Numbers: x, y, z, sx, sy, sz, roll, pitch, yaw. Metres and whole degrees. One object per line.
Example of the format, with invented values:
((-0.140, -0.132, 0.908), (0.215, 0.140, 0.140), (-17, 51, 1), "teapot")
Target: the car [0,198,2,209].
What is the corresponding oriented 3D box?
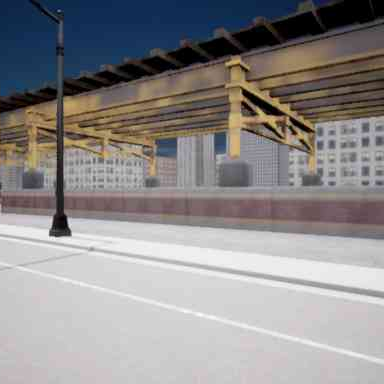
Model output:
((-24.492, 1.259, 40.963), (4.536, 1.218, 1.853), (0, 0, -1), "car")
